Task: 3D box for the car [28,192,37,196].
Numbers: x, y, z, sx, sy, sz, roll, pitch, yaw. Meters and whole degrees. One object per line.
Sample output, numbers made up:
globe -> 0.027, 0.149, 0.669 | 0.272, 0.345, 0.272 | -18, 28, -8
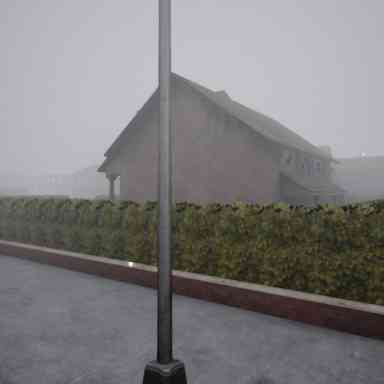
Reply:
car -> -33.519, 0.955, 70.191 | 3.866, 1.878, 1.905 | 0, 0, 36
